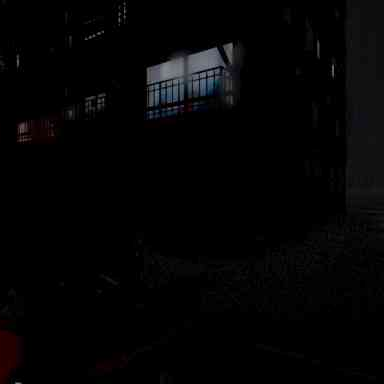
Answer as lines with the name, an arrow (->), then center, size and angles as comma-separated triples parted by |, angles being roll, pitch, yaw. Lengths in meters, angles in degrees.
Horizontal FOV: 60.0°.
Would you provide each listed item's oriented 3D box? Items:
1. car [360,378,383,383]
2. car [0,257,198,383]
car -> 2.551, 1.566, 1.055 | 4.313, 1.339, 1.947 | 0, 0, 36
car -> -2.036, 1.545, 4.330 | 4.507, 1.381, 1.887 | 0, 0, 36
